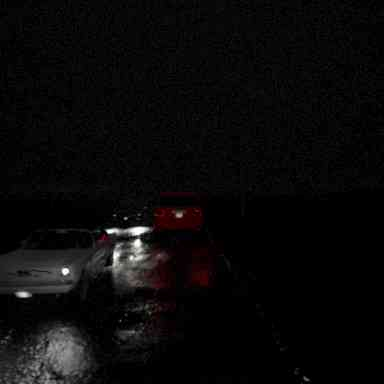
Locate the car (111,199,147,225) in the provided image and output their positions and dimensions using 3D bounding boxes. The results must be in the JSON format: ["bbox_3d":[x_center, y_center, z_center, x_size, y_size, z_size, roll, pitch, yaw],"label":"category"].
[{"bbox_3d":[-4.005,1.262,21.510,1.837,1.490,4.892,0,0,-5],"label":"car"}]

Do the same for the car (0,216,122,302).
[{"bbox_3d":[-3.142,1.517,8.194,1.895,1.301,4.718,0,1,-3],"label":"car"}]

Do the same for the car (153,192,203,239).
[{"bbox_3d":[-0.718,1.018,16.239,2.150,2.045,5.566,0,1,-4],"label":"car"}]
